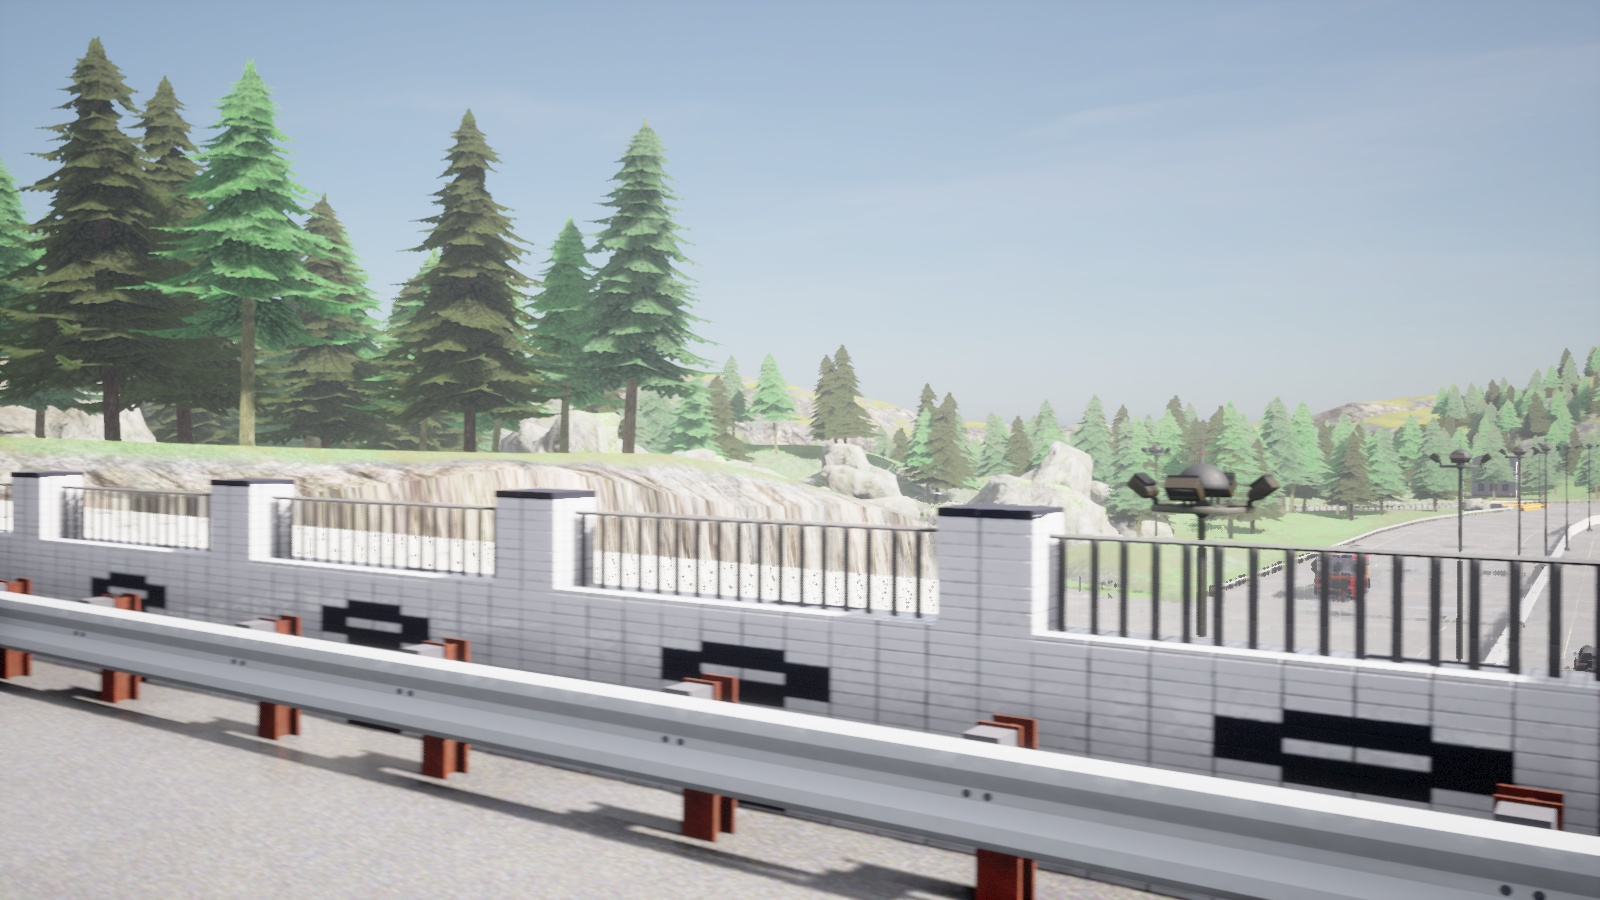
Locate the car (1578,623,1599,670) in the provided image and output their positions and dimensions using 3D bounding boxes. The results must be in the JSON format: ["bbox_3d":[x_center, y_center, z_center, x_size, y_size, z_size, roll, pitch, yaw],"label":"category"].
[{"bbox_3d":[41.716,10.201,65.120,2.242,1.667,4.611,-1,0,33],"label":"car"}]
